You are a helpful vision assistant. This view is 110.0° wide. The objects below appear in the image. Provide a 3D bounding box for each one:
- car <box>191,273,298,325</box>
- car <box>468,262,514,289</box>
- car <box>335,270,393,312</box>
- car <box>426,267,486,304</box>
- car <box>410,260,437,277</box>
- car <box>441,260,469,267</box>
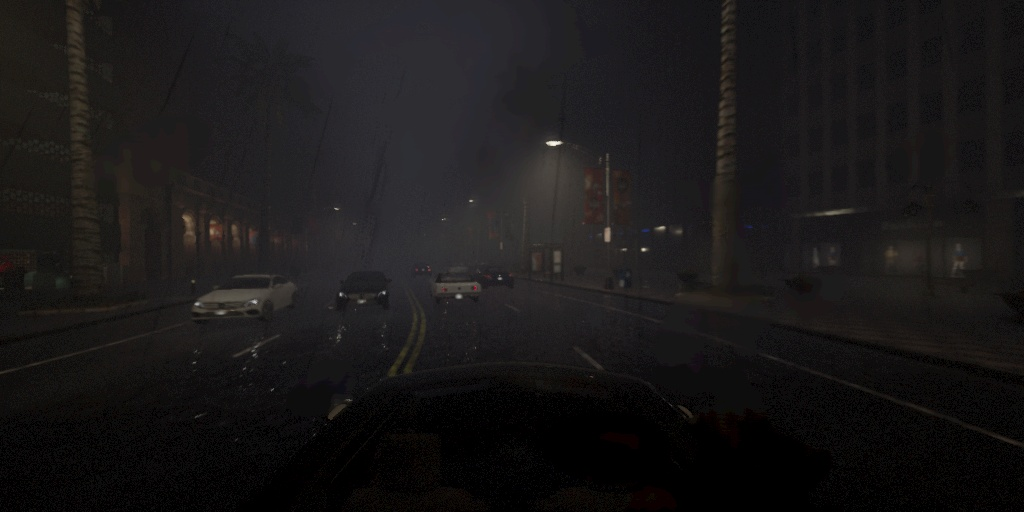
[{"bbox_3d":[-8.918,1.346,12.446,1.812,1.442,4.674,0,0,-16],"label":"car"},{"bbox_3d":[-1.306,1.326,23.454,1.994,1.385,4.181,0,0,-17],"label":"car"},{"bbox_3d":[-5.943,1.323,14.765,1.812,1.442,4.674,0,0,-17],"label":"car"},{"bbox_3d":[-2.787,1.374,16.738,1.895,1.301,4.718,0,0,-17],"label":"car"},{"bbox_3d":[-9.162,1.372,36.190,2.033,1.411,5.357,0,0,-19],"label":"car"},{"bbox_3d":[-5.891,1.400,37.436,1.895,1.301,4.718,0,0,-18],"label":"car"}]
